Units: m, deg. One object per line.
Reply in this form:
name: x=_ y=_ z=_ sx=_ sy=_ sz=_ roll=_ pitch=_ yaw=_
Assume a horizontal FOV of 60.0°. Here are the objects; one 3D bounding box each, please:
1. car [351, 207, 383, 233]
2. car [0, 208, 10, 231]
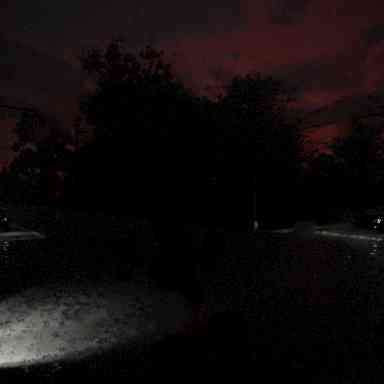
car: x=12.147 y=1.680 z=21.233 sx=5.008 sy=1.535 sz=1.882 roll=1 pitch=0 yaw=-35
car: x=-12.451 y=1.540 z=20.224 sx=1.812 sy=1.442 sz=4.674 roll=1 pitch=0 yaw=-39
